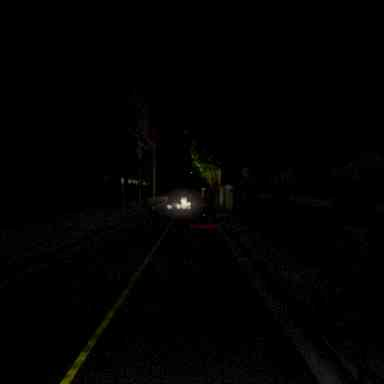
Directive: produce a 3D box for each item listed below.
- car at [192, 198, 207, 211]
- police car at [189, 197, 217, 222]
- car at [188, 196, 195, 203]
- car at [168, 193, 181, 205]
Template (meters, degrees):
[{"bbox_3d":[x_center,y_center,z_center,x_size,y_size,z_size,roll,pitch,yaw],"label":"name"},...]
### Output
[{"bbox_3d":[0.897,1.514,42.487,1.837,1.490,4.892,0,0,0],"label":"car"},{"bbox_3d":[0.898,1.453,26.597,1.930,1.638,5.238,0,0,0],"label":"police car"},{"bbox_3d":[0.897,1.370,36.457,2.097,1.767,4.553,0,0,0],"label":"car"},{"bbox_3d":[-3.046,1.181,58.810,2.150,2.045,5.566,0,0,1],"label":"car"}]
